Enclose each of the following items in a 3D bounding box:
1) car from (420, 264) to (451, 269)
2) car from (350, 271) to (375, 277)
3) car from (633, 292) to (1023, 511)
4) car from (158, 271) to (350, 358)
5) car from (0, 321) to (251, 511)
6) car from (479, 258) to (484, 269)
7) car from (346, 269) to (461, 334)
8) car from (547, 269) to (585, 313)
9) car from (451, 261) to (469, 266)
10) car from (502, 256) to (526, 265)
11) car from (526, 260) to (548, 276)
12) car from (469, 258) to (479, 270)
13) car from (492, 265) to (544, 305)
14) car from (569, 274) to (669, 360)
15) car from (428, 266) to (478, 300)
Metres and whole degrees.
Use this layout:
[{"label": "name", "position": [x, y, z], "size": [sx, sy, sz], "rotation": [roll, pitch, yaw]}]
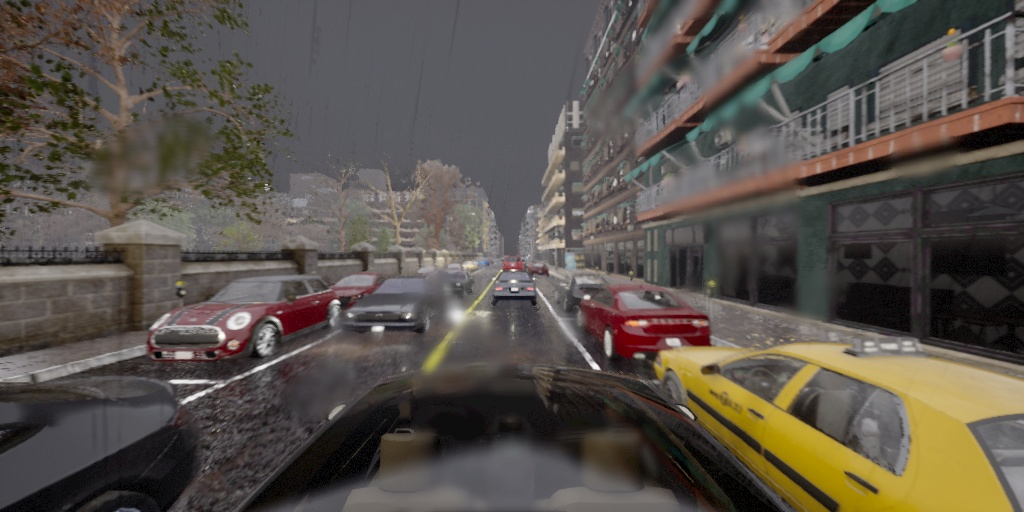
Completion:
[{"label": "car", "position": [-5.691, 1.354, 24.818], "size": [1.802, 1.307, 4.207], "rotation": [0, 0, 0]}, {"label": "car", "position": [-5.691, 1.306, 13.748], "size": [1.888, 1.381, 4.507], "rotation": [0, 0, 0]}, {"label": "car", "position": [2.690, 1.276, 2.848], "size": [1.751, 1.417, 4.829], "rotation": [0, 0, 0]}, {"label": "car", "position": [-5.690, 1.195, 8.212], "size": [1.967, 1.591, 4.097], "rotation": [0, 0, 0]}, {"label": "car", "position": [-3.094, 1.275, 0.623], "size": [1.812, 1.442, 4.674], "rotation": [0, 0, 0]}, {"label": "car", "position": [-5.692, 1.356, 52.494], "size": [2.007, 1.370, 4.403], "rotation": [0, 0, 0]}, {"label": "car", "position": [-3.086, 1.306, 10.962], "size": [2.033, 1.411, 5.357], "rotation": [0, 0, 0]}, {"label": "car", "position": [2.690, 1.312, 13.749], "size": [2.007, 1.370, 4.403], "rotation": [0, 0, 0]}, {"label": "car", "position": [-5.691, 1.366, 35.889], "size": [1.802, 1.307, 4.207], "rotation": [0, 0, 0]}, {"label": "car", "position": [0.096, 1.008, 38.374], "size": [2.150, 2.045, 5.566], "rotation": [0, 0, 0]}, {"label": "car", "position": [2.689, 1.329, 35.889], "size": [1.888, 1.381, 4.507], "rotation": [0, 0, 0]}, {"label": "car", "position": [-5.692, 1.323, 46.788], "size": [1.751, 1.417, 4.829], "rotation": [0, 0, 0]}, {"label": "car", "position": [0.100, 1.311, 16.116], "size": [2.033, 1.411, 5.357], "rotation": [0, 0, 0]}, {"label": "car", "position": [2.690, 1.301, 8.213], "size": [1.888, 1.381, 4.507], "rotation": [0, 0, 0]}, {"label": "car", "position": [-3.001, 1.366, 17.822], "size": [1.895, 1.301, 4.718], "rotation": [0, 0, 0]}]
